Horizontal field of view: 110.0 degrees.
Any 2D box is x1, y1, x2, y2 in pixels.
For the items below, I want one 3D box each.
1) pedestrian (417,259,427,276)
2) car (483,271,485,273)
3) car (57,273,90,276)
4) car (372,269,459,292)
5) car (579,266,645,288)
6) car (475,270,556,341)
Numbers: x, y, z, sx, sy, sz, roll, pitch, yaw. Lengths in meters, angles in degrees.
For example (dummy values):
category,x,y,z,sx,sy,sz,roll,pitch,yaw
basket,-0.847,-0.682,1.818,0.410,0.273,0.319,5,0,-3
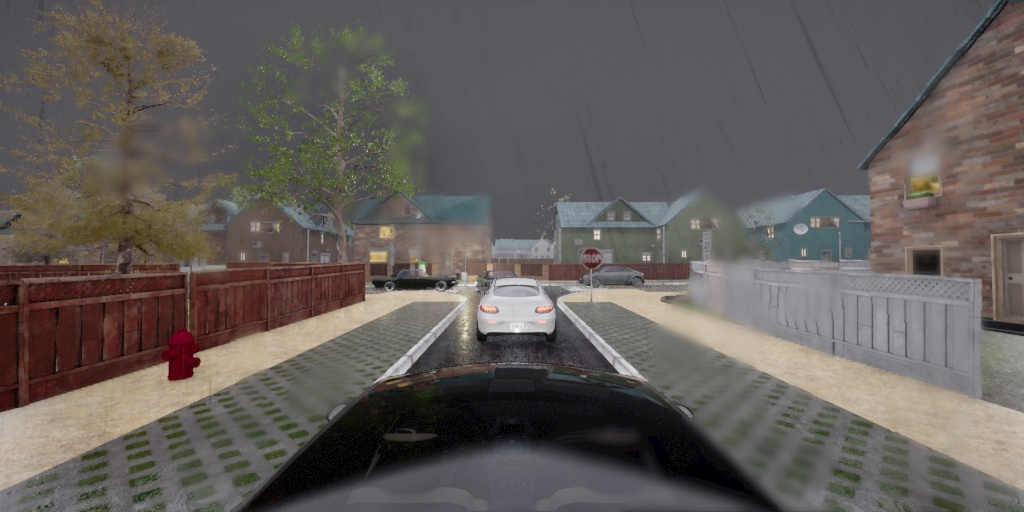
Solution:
category,x,y,z,sx,sy,sz,roll,pitch,yaw
pedestrian,-6.709,1.118,26.808,0.375,1.860,0.375,0,-1,1
car,-0.762,1.366,18.540,1.895,1.301,4.718,0,-1,-12
car,-25.614,1.632,21.186,4.718,1.301,1.895,-1,-1,1
car,-5.489,1.416,20.923,4.718,1.301,1.895,-1,-1,1
car,6.531,1.344,23.717,4.181,1.385,1.994,-1,-1,1
car,0.100,1.279,9.721,1.812,1.442,4.674,0,0,0
